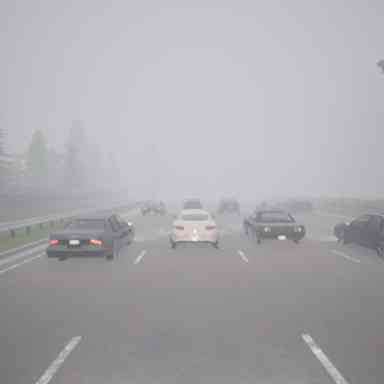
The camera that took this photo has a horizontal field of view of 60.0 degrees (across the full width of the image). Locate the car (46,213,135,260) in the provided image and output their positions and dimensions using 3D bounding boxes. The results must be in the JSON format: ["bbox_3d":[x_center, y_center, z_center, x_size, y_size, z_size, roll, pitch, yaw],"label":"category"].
[{"bbox_3d":[-3.400,1.487,12.113,2.033,1.411,5.357,0,0,0],"label":"car"}]

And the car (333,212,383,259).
[{"bbox_3d":[7.100,1.487,12.156,2.033,1.411,5.357,0,0,0],"label":"car"}]

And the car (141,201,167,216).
[{"bbox_3d":[-3.400,1.450,30.592,1.895,1.301,4.718,0,0,0],"label":"car"}]

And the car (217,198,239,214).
[{"bbox_3d":[3.600,1.312,33.716,1.882,1.535,5.008,0,0,0],"label":"car"}]

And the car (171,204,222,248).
[{"bbox_3d":[0.100,1.455,14.311,1.812,1.442,4.674,0,0,0],"label":"car"}]

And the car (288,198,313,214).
[{"bbox_3d":[10.600,1.312,33.726,1.882,1.535,5.008,0,0,0],"label":"car"}]

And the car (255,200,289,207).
[{"bbox_3d":[7.099,1.450,30.602,1.895,1.301,4.718,0,0,0],"label":"car"}]

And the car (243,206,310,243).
[{"bbox_3d":[3.600,1.524,15.497,1.895,1.301,4.718,0,0,0],"label":"car"}]

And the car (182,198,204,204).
[{"bbox_3d":[0.100,1.346,32.242,1.837,1.490,4.892,0,0,0],"label":"car"}]
